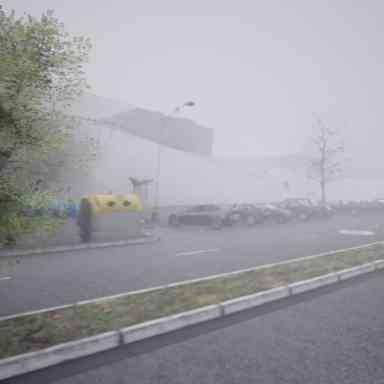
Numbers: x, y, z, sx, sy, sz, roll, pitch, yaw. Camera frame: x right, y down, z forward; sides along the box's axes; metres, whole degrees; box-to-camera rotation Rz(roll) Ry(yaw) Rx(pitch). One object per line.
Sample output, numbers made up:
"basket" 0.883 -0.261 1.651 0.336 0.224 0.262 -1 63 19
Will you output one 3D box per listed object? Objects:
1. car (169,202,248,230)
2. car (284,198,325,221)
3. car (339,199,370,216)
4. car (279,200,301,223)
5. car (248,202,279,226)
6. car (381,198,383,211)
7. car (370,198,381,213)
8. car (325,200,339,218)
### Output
"car" 0.734 1.502 21.192 4.792 1.488 2.163 -1 0 32
"car" 7.645 1.470 26.759 5.008 1.535 2.097 -1 0 31
"car" 14.363 1.481 32.531 4.892 1.521 2.231 0 0 29
"car" 5.367 1.510 24.884 4.674 1.452 2.002 -1 -1 31
"car" 3.077 1.471 23.011 4.892 1.521 2.231 -1 0 32
"car" 18.758 1.494 36.490 4.892 1.521 2.231 0 0 28
"car" 16.568 1.486 34.500 4.892 1.521 2.231 0 0 28
"car" 9.872 1.347 28.686 4.553 1.767 2.185 -1 -1 30
